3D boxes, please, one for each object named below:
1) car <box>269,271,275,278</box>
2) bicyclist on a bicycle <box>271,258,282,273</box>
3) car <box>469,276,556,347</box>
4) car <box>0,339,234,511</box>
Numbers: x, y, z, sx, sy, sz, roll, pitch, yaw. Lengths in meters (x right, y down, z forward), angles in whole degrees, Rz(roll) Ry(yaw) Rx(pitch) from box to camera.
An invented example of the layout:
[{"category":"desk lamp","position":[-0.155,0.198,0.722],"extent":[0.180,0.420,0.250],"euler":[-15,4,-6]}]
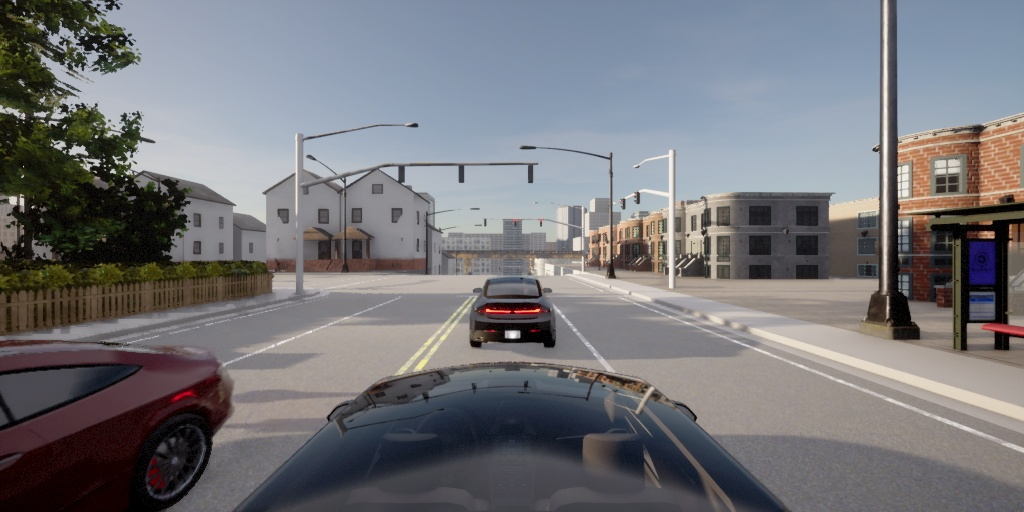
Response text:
[{"category":"car","position":[-21.611,1.297,27.865],"extent":[5.357,1.411,2.033],"euler":[0,0,0]},{"category":"bicyclist on a bicycle","position":[-25.504,1.053,38.840],"extent":[0.582,1.620,1.656],"euler":[0,0,0]},{"category":"car","position":[0.015,1.255,9.284],"extent":[1.837,1.490,4.892],"euler":[0,0,0]},{"category":"car","position":[-3.589,1.276,1.610],"extent":[1.812,1.442,4.674],"euler":[0,0,0]}]
